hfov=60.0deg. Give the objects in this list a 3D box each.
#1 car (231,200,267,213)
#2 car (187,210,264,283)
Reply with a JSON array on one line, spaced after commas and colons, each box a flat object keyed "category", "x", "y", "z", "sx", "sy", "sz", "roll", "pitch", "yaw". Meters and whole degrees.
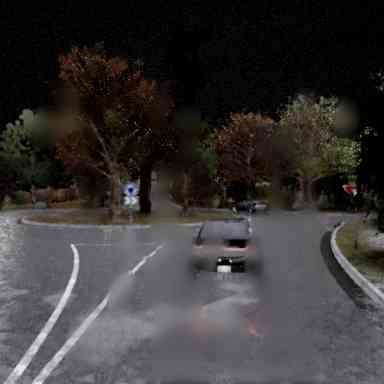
[{"category": "car", "x": 6.276, "y": 1.672, "z": 37.274, "sx": 2.128, "sy": 1.511, "sz": 4.902, "roll": 1, "pitch": -1, "yaw": -29}, {"category": "car", "x": 1.037, "y": 1.517, "z": 9.827, "sx": 2.128, "sy": 1.511, "sz": 4.902, "roll": 0, "pitch": 0, "yaw": 8}]
